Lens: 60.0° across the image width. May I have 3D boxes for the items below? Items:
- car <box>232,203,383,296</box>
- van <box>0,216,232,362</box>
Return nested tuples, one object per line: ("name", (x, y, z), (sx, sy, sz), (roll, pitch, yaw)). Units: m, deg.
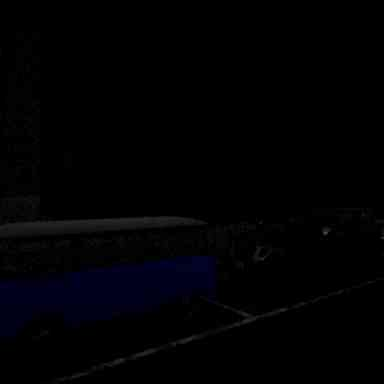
("car", (3.129, 1.314, 8.878), (5.009, 1.841, 2.192), (0, 0, -35))
("van", (-1.439, 1.341, 5.620), (3.998, 1.788, 1.690), (0, 0, -35))
